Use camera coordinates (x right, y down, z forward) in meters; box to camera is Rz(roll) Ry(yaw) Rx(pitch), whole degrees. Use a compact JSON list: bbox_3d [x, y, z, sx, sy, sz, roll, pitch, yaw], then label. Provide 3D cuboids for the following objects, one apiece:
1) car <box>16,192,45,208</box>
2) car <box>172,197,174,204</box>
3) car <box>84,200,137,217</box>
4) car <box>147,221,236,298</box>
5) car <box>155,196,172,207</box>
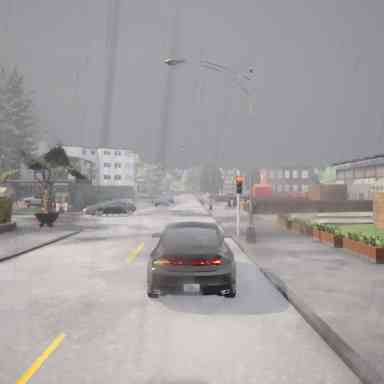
[{"bbox_3d":[-20.111,0.986,42.178,1.905,1.878,3.866,0,0,35],"label":"car"},{"bbox_3d":[-4.585,1.478,65.176,1.882,1.535,5.008,0,0,0],"label":"car"},{"bbox_3d":[-7.525,1.491,30.844,4.902,1.511,2.128,0,1,-38],"label":"car"},{"bbox_3d":[-0.008,1.505,8.495,1.837,1.490,4.892,0,0,0],"label":"car"},{"bbox_3d":[-4.519,1.478,50.663,1.882,1.535,5.008,0,0,0],"label":"car"}]
